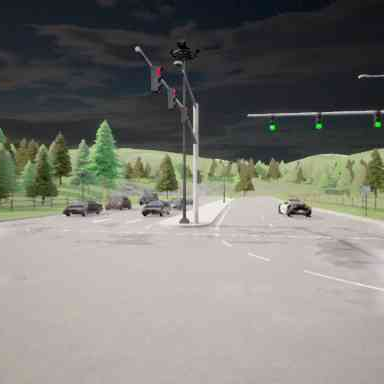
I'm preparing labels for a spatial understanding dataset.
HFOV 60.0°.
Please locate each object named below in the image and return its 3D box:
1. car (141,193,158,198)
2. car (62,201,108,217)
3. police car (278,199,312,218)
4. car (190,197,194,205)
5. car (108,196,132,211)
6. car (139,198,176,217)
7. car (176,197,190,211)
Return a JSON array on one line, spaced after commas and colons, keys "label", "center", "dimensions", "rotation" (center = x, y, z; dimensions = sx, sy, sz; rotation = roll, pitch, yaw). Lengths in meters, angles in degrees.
[{"label": "car", "center": [-7.099, 1.222, 55.337], "dimensions": [2.150, 2.045, 5.566], "rotation": [0, 0, 8]}, {"label": "car", "center": [-10.357, 1.547, 32.101], "dimensions": [2.033, 1.411, 5.357], "rotation": [0, 0, 8]}, {"label": "police car", "center": [9.394, 1.488, 30.861], "dimensions": [2.038, 1.542, 4.974], "rotation": [1, 0, 1]}, {"label": "car", "center": [-0.152, 1.526, 54.413], "dimensions": [1.812, 1.442, 4.674], "rotation": [0, 0, 8]}, {"label": "car", "center": [-9.086, 1.352, 41.196], "dimensions": [2.097, 1.767, 4.553], "rotation": [0, 0, 8]}, {"label": "car", "center": [-3.300, 1.547, 32.030], "dimensions": [2.033, 1.411, 5.357], "rotation": [0, 0, 8]}, {"label": "car", "center": [-1.949, 1.491, 41.653], "dimensions": [2.128, 1.511, 4.902], "rotation": [0, 0, 9]}]
